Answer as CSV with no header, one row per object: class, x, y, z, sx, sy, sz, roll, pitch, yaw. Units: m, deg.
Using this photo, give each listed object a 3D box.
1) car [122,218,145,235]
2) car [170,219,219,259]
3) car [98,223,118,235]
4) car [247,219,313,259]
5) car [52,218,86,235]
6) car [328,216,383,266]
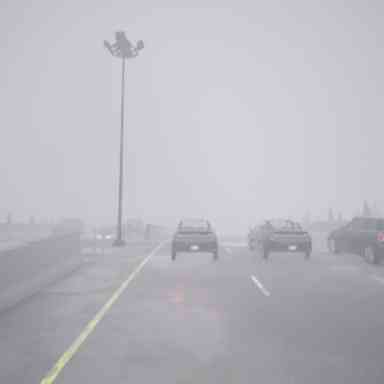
car,-7.062,4.224,40.583,2.150,2.045,5.566,0,-7,0
car,0.104,1.932,14.333,2.128,1.511,4.902,0,-3,0
car,-10.558,4.706,42.555,2.128,1.511,4.902,0,-6,0
car,3.603,1.933,14.344,2.128,1.511,4.902,0,-3,0
car,-14.075,3.995,38.481,2.150,2.045,5.566,0,-6,0
car,7.103,1.718,13.050,2.097,1.767,4.553,0,-3,0
